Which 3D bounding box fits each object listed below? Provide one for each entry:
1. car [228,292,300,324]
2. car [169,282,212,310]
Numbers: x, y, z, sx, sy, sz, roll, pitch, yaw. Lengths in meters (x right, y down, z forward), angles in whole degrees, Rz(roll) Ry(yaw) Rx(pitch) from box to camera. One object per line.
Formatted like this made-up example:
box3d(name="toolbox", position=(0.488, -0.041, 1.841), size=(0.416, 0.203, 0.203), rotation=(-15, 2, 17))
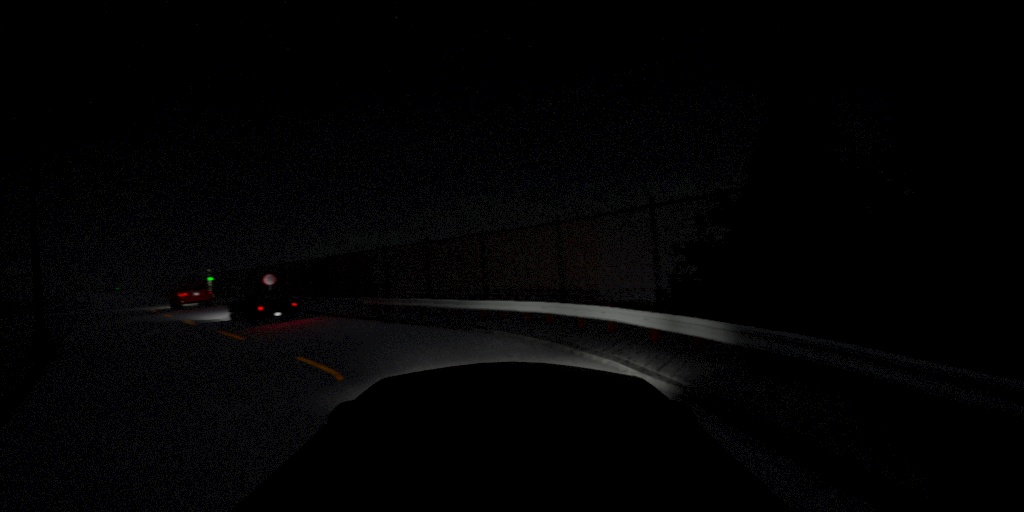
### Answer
box3d(name="car", position=(-12.119, 2.425, 17.377), size=(4.718, 1.301, 1.895), rotation=(-5, -1, 40))
box3d(name="car", position=(-27.329, 3.330, 30.475), size=(5.566, 2.045, 2.150), rotation=(-5, -1, 41))
